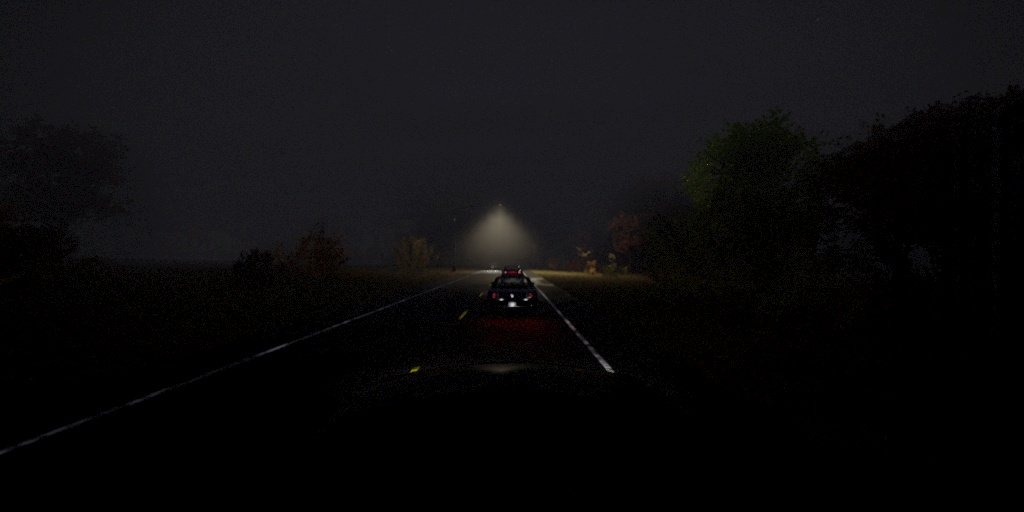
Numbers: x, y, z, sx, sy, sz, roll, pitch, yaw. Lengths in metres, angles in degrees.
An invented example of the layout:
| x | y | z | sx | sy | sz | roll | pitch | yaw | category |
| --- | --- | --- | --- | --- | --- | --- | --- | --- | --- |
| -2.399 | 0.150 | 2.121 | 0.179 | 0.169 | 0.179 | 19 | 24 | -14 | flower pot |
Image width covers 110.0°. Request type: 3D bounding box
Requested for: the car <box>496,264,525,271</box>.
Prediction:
| x | y | z | sx | sy | sz | roll | pitch | yaw | category |
| --- | --- | --- | --- | --- | --- | --- | --- | --- | --- |
| 0.045 | 1.524 | 30.361 | 2.128 | 1.511 | 4.902 | 0 | 0 | 0 | car |

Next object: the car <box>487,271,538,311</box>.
| x | y | z | sx | sy | sz | roll | pitch | yaw | category |
| --- | --- | --- | --- | --- | --- | --- | --- | --- | --- |
| 0.028 | 1.479 | 15.104 | 1.895 | 1.301 | 4.718 | 0 | -1 | 0 | car |
